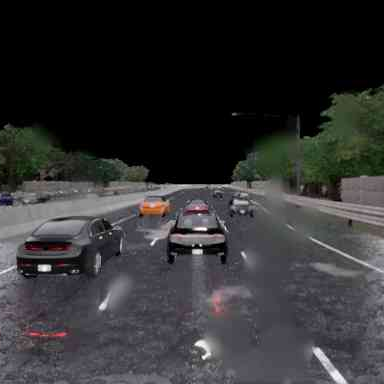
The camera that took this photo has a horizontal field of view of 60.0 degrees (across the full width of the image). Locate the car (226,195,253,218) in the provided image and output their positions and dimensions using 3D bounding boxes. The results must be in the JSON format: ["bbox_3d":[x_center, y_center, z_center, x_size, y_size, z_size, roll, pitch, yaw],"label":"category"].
[{"bbox_3d":[3.841,1.267,27.160,1.812,1.442,4.674,0,1,1],"label":"car"}]

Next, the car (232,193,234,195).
[{"bbox_3d":[8.325,0.615,60.507,1.994,1.385,4.181,0,2,2],"label":"car"}]

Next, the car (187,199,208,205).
[{"bbox_3d":[0.501,1.275,29.389,1.994,1.385,4.181,0,1,1],"label":"car"}]

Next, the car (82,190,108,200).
[{"bbox_3d":[-13.248,0.921,44.767,1.882,1.535,5.008,0,1,2],"label":"car"}]

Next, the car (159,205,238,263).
[{"bbox_3d":[0.179,1.435,11.712,2.128,1.511,4.902,0,1,1],"label":"car"}]

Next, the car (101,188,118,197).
[{"bbox_3d":[-16.029,0.490,65.788,1.994,1.385,4.181,0,2,2],"label":"car"}]

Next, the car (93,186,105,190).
[{"bbox_3d":[-22.583,-0.528,80.380,2.150,2.045,5.566,0,2,2],"label":"car"}]

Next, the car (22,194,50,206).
[{"bbox_3d":[-20.214,0.972,43.276,2.128,1.511,4.902,0,1,2],"label":"car"}]

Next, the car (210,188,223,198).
[{"bbox_3d":[4.971,0.430,65.345,1.837,1.490,4.892,0,2,2],"label":"car"}]

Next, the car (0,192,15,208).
[{"bbox_3d":[-23.199,0.903,39.796,2.097,1.767,4.553,0,1,-1],"label":"car"}]

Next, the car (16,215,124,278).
[{"bbox_3d":[-3.338,1.463,9.988,1.837,1.490,4.892,0,0,0],"label":"car"}]

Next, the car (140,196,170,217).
[{"bbox_3d":[-3.033,1.085,28.021,2.097,1.767,4.553,0,1,1],"label":"car"}]

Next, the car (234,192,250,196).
[{"bbox_3d":[7.889,0.825,50.560,1.812,1.442,4.674,0,1,3],"label":"car"}]
